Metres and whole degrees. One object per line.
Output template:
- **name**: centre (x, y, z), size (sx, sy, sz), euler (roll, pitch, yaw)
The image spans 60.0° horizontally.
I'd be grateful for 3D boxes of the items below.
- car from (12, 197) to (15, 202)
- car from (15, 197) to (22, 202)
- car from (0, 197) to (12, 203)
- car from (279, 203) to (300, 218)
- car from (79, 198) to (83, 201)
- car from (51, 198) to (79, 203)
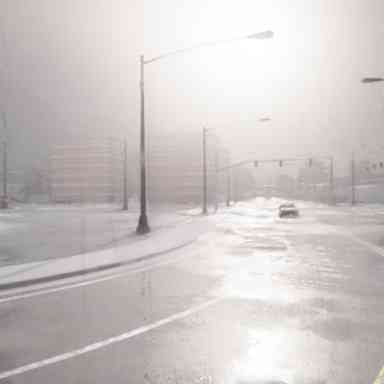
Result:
- **car**: centre (-41.146, 1.726, 71.349), size (4.553, 1.767, 2.097), euler (0, -1, 12)
- **car**: centre (-40.392, 1.760, 74.767), size (4.553, 1.767, 2.097), euler (0, -1, 12)
- **car**: centre (-37.790, 1.687, 63.440), size (4.902, 1.511, 2.128), euler (0, -1, 12)
- **car**: centre (10.086, 1.874, 34.805), size (2.033, 1.411, 5.357), euler (-1, -1, 12)
- **car**: centre (-25.766, 1.964, 71.536), size (4.892, 1.490, 1.837), euler (0, 0, 12)
- **car**: centre (-26.520, 1.955, 68.118), size (4.902, 1.511, 2.128), euler (0, 0, 12)
